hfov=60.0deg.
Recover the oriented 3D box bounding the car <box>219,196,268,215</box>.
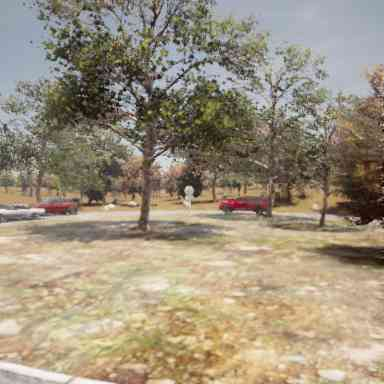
[{"bbox_3d":[5.740,1.388,36.354,5.566,2.045,2.150,1,0,12],"label":"car"}]

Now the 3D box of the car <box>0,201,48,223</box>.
[{"bbox_3d":[-13.765,1.570,25.319,1.895,1.301,4.718,0,0,24],"label":"car"}]

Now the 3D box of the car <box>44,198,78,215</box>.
[{"bbox_3d":[-13.413,1.353,31.924,2.097,1.767,4.553,0,0,42],"label":"car"}]
